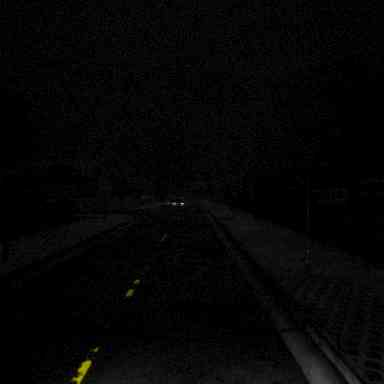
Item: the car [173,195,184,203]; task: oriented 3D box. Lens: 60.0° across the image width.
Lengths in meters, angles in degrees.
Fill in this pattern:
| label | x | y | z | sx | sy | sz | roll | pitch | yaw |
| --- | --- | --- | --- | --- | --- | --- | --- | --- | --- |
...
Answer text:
| label | x | y | z | sx | sy | sz | roll | pitch | yaw |
| --- | --- | --- | --- | --- | --- | --- | --- | --- | --- |
| car | -2.822 | 1.387 | 69.921 | 2.097 | 1.767 | 4.553 | 0 | 0 | -1 |
